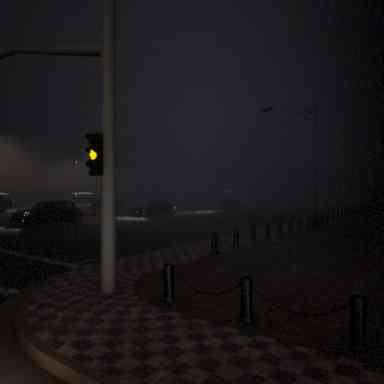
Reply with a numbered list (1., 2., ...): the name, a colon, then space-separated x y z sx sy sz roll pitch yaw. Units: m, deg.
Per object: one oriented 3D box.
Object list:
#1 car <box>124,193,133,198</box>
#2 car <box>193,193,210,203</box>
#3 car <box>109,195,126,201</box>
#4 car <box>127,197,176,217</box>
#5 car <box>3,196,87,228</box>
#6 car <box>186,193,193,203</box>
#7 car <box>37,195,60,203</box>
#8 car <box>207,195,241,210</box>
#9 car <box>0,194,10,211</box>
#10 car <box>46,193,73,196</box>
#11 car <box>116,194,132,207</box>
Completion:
1. car: -15.403 1.185 77.490 1.905 1.878 3.866 0 0 36
2. car: 2.733 1.192 64.142 1.932 1.855 4.605 0 0 36
3. car: -17.729 1.422 79.213 1.970 1.475 3.806 0 0 36
4. car: -3.509 1.549 31.913 1.837 1.490 4.892 0 0 36
5. car: -10.009 1.397 23.001 2.097 1.767 4.553 0 0 36
6. car: 0.433 1.194 65.900 1.905 1.878 3.866 0 0 36
7. car: -28.057 1.391 65.126 1.784 1.438 3.905 0 0 36
8. car: 4.513 1.535 42.874 2.128 1.511 4.902 0 0 36
9. car: -25.681 1.429 44.672 1.970 1.475 3.806 0 0 36
10. car: -25.760 1.182 63.359 1.932 1.855 4.605 0 0 36
11. car: -12.091 1.432 53.426 1.970 1.475 3.806 0 0 36
